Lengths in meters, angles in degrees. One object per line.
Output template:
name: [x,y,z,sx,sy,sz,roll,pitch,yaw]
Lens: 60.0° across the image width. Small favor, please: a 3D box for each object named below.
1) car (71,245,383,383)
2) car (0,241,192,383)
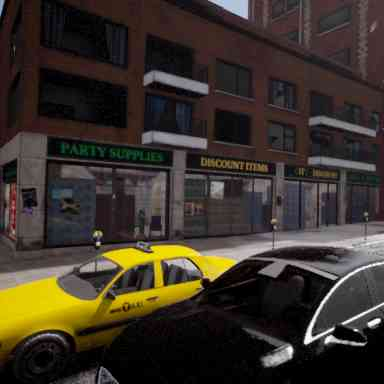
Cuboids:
car: [1.336,1.506,4.023,4.892,1.490,1.837,0,0,-35]
car: [-1.025,1.527,5.341,4.829,1.417,1.752,0,2,-35]
